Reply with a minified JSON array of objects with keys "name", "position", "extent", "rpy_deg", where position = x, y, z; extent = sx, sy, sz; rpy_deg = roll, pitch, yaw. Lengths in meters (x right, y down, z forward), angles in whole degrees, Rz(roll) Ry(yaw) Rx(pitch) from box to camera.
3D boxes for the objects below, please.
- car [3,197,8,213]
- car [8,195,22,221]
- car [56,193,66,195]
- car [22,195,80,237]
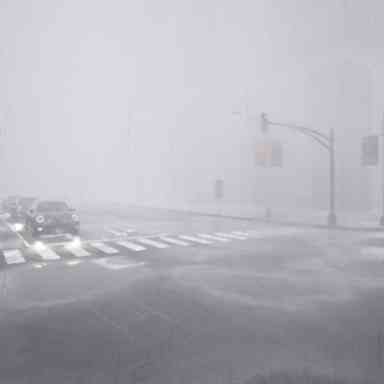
[{"name":"car","position":[-18.013,1.105,34.017],"extent":[2.097,1.767,4.553],"rpy_deg":[0,0,-32]},{"name":"car","position":[-12.590,1.180,25.588],"extent":[2.097,1.767,4.553],"rpy_deg":[0,0,-33]},{"name":"car","position":[-24.778,0.982,62.894],"extent":[1.882,1.535,5.008],"rpy_deg":[0,1,-33]},{"name":"car","position":[-7.422,1.248,17.539],"extent":[2.097,1.767,4.553],"rpy_deg":[0,0,-32]}]
